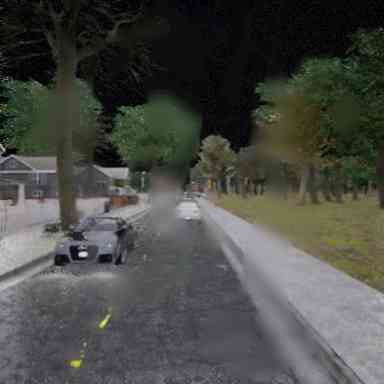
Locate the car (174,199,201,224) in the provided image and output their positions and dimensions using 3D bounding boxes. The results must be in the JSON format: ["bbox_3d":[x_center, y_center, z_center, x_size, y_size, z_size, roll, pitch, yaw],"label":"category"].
[{"bbox_3d":[-0.302,1.455,24.067,1.812,1.442,4.674,-1,0,-1],"label":"car"}]

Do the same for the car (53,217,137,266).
[{"bbox_3d":[-3.095,1.562,11.414,1.994,1.385,4.181,-1,0,-1],"label":"car"}]
